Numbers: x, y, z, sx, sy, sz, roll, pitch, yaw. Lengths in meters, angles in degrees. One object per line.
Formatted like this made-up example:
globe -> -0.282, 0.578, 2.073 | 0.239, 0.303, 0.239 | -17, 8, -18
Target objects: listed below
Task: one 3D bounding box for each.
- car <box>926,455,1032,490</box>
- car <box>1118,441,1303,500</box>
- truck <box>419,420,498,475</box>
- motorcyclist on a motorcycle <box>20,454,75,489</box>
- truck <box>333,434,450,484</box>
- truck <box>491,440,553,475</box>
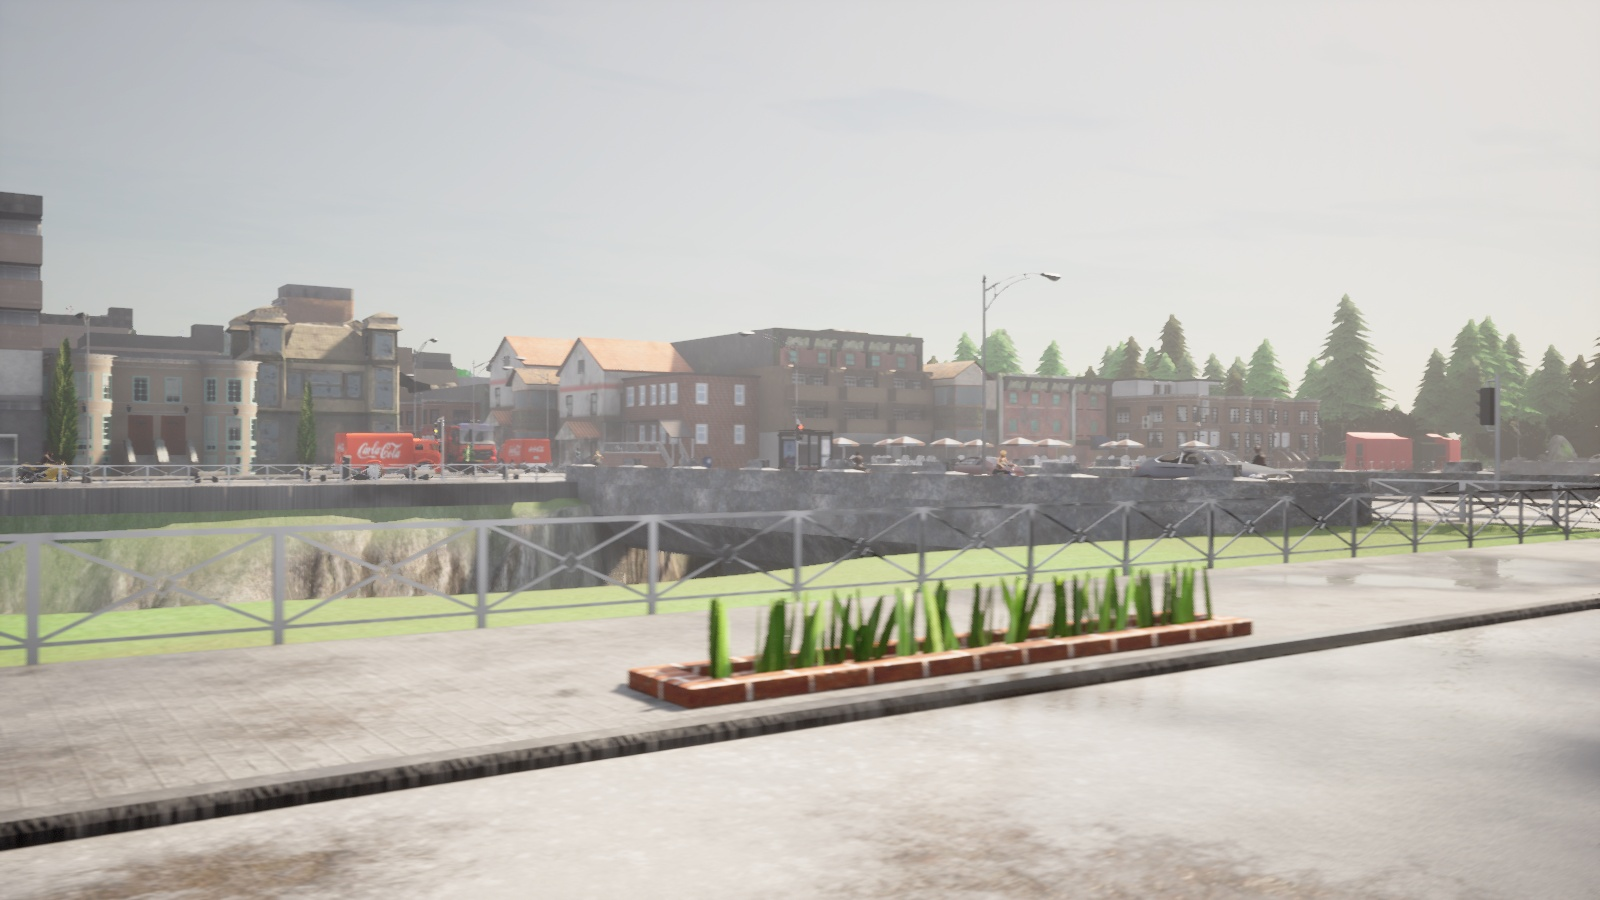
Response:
car -> 7.377, 0.921, 52.137 | 1.994, 1.385, 4.181 | 0, 0, -36
car -> 12.330, 0.591, 38.017 | 2.152, 1.651, 5.027 | 0, 0, -35
truck -> -24.963, -0.142, 91.539 | 2.891, 3.827, 8.468 | 0, 0, -35
motorcyclist on a motorcycle -> -33.610, 0.935, 56.073 | 2.044, 1.523, 0.797 | 0, 0, -35
truck -> -21.071, 0.462, 64.807 | 5.204, 2.467, 2.627 | 0, 0, -35
truck -> -20.426, 0.527, 92.036 | 2.627, 2.467, 5.204 | 0, 0, -35
